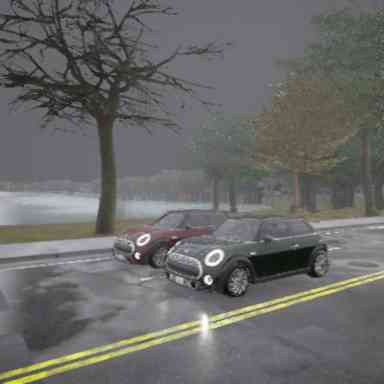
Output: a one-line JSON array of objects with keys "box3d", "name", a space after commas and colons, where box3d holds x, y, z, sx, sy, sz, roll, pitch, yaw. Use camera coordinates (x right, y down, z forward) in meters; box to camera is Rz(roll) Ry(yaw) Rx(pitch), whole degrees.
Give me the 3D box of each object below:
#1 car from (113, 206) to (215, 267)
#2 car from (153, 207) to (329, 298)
[{"box3d": [-0.340, 1.402, 11.425, 4.553, 1.767, 2.097, 1, 0, -35], "name": "car"}, {"box3d": [1.550, 1.402, 8.781, 4.553, 1.767, 2.097, 1, 0, -35], "name": "car"}]
